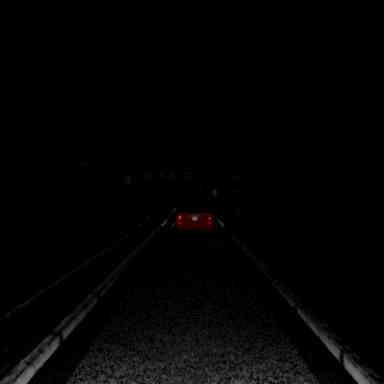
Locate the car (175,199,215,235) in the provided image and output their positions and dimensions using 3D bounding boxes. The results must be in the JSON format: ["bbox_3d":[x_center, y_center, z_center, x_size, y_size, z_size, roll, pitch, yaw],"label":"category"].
[{"bbox_3d":[0.149,1.404,19.342,2.097,1.767,4.553,0,0,0],"label":"car"}]

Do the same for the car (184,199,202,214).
[{"bbox_3d":[0.012,1.575,37.458,1.882,1.535,5.008,0,0,-1],"label":"car"}]
